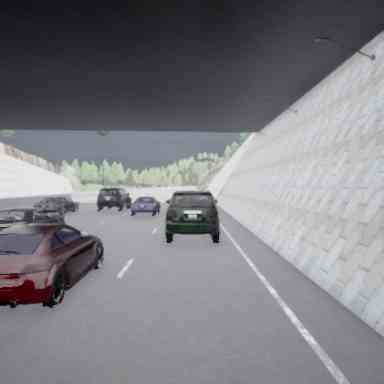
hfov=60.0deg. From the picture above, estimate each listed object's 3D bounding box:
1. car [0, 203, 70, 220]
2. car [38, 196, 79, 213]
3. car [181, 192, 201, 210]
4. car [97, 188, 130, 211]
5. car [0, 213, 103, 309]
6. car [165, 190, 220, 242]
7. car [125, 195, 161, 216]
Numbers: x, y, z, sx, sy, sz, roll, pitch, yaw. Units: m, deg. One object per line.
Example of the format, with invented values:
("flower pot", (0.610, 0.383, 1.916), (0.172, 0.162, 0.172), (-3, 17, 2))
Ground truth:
("car", (-6.985, 1.338, 13.822), (1.895, 1.301, 4.718), (0, 1, 0))
("car", (-10.565, 1.053, 26.103), (2.033, 1.411, 5.357), (0, 1, 0))
("car", (-0.115, 0.842, 33.133), (1.882, 1.535, 5.008), (0, 1, 0))
("car", (-7.098, 0.639, 30.619), (2.150, 2.045, 5.566), (0, 1, 0))
("car", (-3.446, 1.417, 7.642), (1.994, 1.385, 4.181), (0, 1, 0))
("car", (0.009, 0.935, 14.875), (2.150, 2.045, 5.566), (0, 1, 0))
("car", (-3.565, 1.048, 26.147), (2.033, 1.411, 5.357), (0, 1, 0))
